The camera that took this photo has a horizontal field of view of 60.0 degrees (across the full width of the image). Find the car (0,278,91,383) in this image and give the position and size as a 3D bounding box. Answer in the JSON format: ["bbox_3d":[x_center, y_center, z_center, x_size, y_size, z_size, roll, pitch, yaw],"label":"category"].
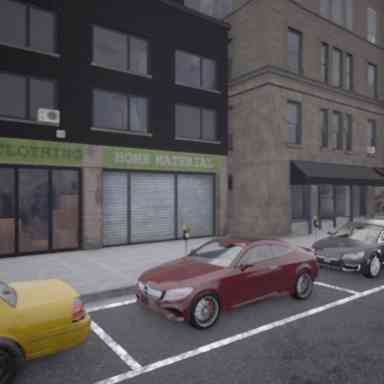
[{"bbox_3d":[-3.642,1.525,3.592,4.829,1.417,1.752,0,0,-35],"label":"car"}]

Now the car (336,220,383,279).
[{"bbox_3d":[5.315,1.549,9.970,4.403,1.369,2.008,0,0,-35],"label":"car"}]

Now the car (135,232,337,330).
[{"bbox_3d":[0.905,1.582,6.830,4.206,1.307,1.802,0,0,-35],"label":"car"}]
